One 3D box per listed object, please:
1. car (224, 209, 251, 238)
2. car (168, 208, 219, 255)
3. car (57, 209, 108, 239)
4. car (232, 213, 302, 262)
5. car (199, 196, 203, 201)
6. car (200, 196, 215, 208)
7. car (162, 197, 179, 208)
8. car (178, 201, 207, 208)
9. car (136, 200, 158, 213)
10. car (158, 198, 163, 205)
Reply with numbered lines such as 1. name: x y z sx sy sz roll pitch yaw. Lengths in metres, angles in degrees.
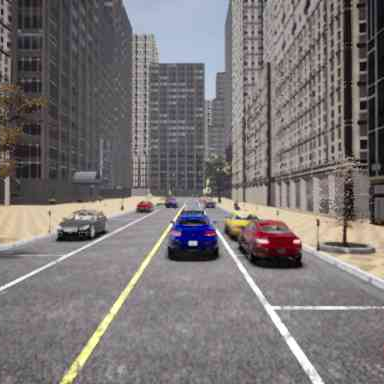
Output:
1. car: 2.701 1.607 17.868 1.752 1.417 4.829 1 0 0
2. car: 0.062 1.588 13.428 1.812 1.442 4.674 0 -1 1
3. car: -5.680 1.632 17.681 2.008 1.369 4.403 1 0 0
4. car: 2.699 1.637 12.057 1.802 1.307 4.206 1 0 0
5. car: 3.012 1.720 86.981 2.097 1.767 4.553 0 0 0
6. car: 2.705 1.776 51.547 2.008 1.369 4.403 1 0 0
7. car: -3.075 1.826 51.430 1.895 1.301 4.718 0 0 0
8. car: 0.066 1.727 28.053 1.895 1.301 4.718 0 0 0
9. car: -5.677 1.724 40.251 1.887 1.381 4.507 1 0 0
10. car: -5.673 1.797 62.653 1.752 1.417 4.829 1 0 0
